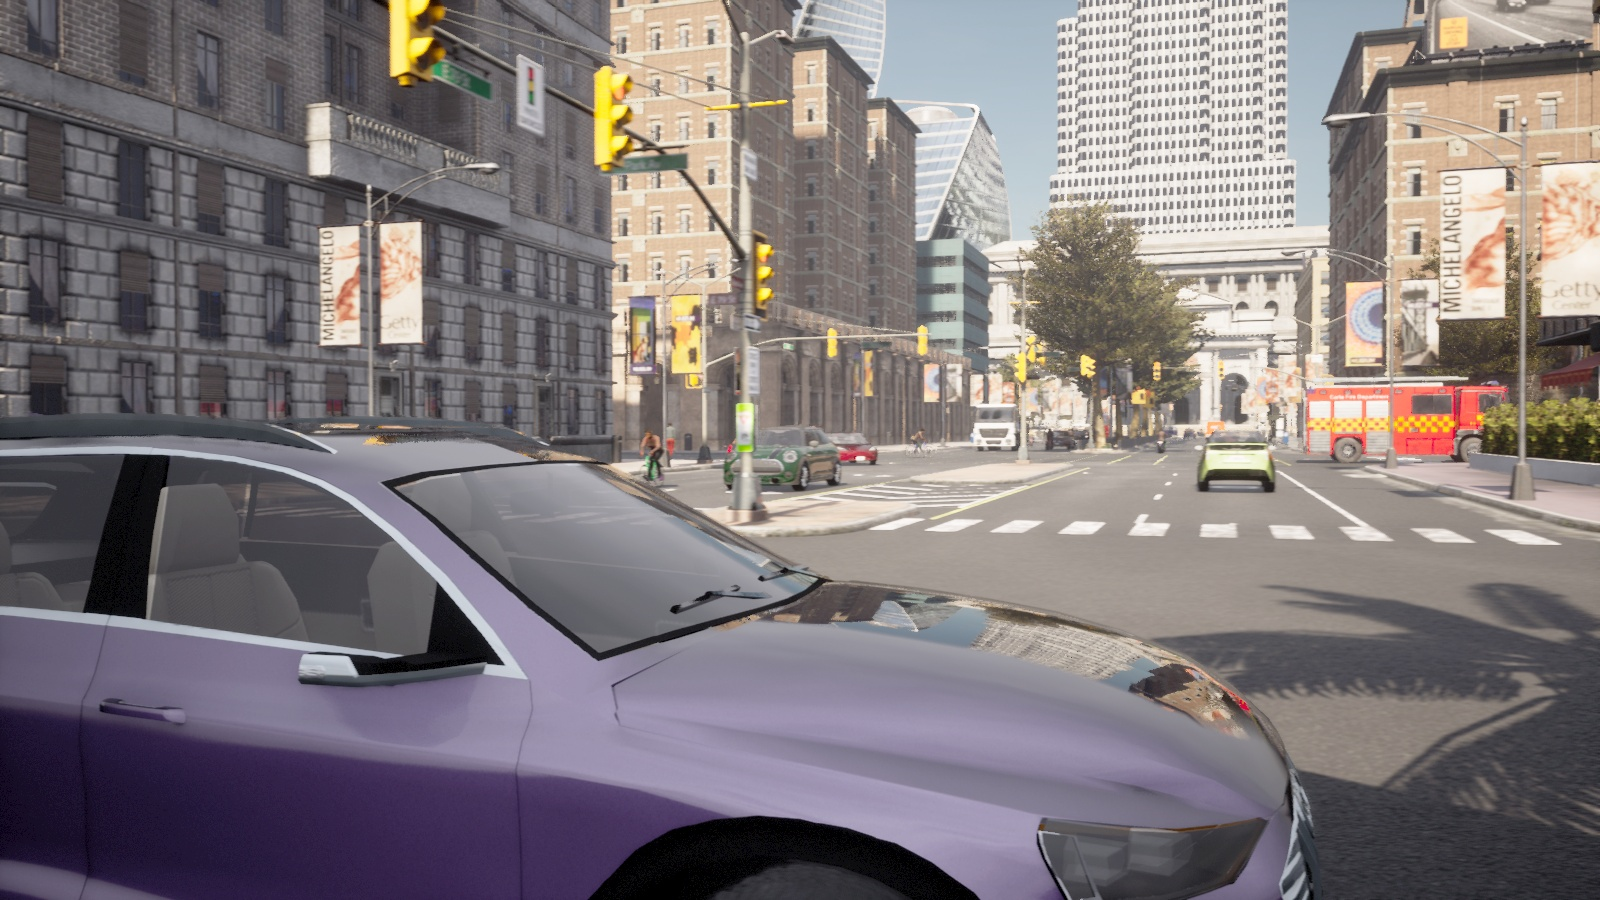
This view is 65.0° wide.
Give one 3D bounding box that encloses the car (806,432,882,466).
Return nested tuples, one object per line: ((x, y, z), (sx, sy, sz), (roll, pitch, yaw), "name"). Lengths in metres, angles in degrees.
((1.941, -0.074, 56.701), (2.163, 1.488, 4.792), (0, 1, -14), "car")

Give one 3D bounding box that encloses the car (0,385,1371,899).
((-1.149, 0.695, 3.579), (4.856, 1.649, 2.033), (1, 1, 19), "car")

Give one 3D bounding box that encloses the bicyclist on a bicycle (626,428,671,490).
((-4.095, 0.219, 34.027), (0.582, 1.620, 1.656), (1, 1, 18), "bicyclist on a bicycle")

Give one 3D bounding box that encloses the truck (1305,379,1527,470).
((27.085, -1.128, 55.711), (8.468, 3.827, 2.891), (1, 1, 18), "truck")

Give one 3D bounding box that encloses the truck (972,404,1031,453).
((14.754, -1.565, 91.506), (2.891, 3.462, 7.936), (1, 1, 19), "truck")

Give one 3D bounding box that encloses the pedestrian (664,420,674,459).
((-6.241, -0.501, 59.883), (0.353, 1.847, 0.614), (0, 1, 5), "pedestrian")

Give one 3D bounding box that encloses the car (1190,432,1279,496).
((11.128, 0.298, 32.318), (2.007, 1.525, 4.514), (1, 1, 18), "car")

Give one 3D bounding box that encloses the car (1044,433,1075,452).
((19.828, -0.609, 95.882), (1.812, 1.442, 4.674), (1, 1, 18), "car")

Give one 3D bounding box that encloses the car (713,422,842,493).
((-0.505, 0.143, 33.741), (2.097, 1.767, 4.553), (1, 1, 18), "car")
